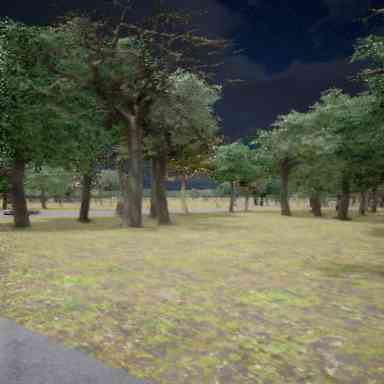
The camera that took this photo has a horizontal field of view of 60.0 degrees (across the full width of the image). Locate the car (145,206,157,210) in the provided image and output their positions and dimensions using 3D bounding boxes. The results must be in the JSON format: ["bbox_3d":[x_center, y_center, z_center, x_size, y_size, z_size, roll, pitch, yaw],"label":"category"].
[{"bbox_3d":[-10.505,4.322,89.550,1.895,1.301,4.718,0,-1,36],"label":"car"}]

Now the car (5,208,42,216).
[{"bbox_3d":[-27.420,3.196,54.121,2.033,1.411,5.357,0,-2,36],"label":"car"}]
